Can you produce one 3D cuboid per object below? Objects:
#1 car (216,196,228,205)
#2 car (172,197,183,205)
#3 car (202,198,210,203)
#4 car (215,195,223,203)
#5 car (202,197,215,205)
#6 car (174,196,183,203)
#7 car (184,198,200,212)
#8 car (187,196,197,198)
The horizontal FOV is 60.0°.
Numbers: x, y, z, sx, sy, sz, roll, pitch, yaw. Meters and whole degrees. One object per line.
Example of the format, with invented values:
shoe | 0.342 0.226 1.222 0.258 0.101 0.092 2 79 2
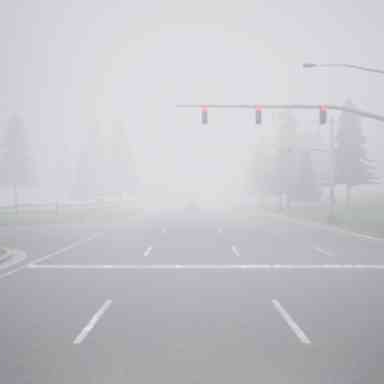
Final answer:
car | 6.982 2.185 75.121 1.812 1.442 4.674 0 -1 0
car | -3.518 2.196 74.702 2.033 1.411 5.357 0 -1 0
car | 3.479 2.185 85.154 1.895 1.301 4.718 0 -1 0
car | 6.979 1.815 85.158 2.150 2.045 5.566 0 -1 0
car | 3.482 2.181 74.704 2.128 1.511 4.902 0 -1 0
car | -3.521 1.944 85.095 2.097 1.767 4.553 0 -1 0
car | -0.011 1.918 44.091 1.812 1.442 4.674 0 -1 0
car | -0.018 2.213 75.119 1.994 1.385 4.181 0 -1 0
